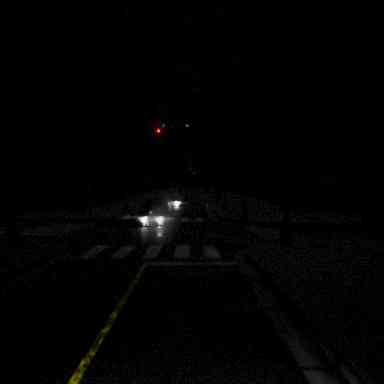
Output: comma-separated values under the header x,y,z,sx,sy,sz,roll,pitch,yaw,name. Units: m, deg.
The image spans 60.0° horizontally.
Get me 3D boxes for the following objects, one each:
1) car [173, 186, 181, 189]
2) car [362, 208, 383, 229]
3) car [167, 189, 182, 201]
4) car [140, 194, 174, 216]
x,y,z,sx,sy,sz,roll,pitch,yaw,name
-2.951,-0.321,65.857,1.837,1.490,4.892,0,2,0,car
12.657,1.307,19.229,5.009,1.841,2.192,1,0,0,car
-2.960,0.634,50.353,1.895,1.301,4.718,0,2,0,car
-3.042,1.147,28.346,2.033,1.411,5.357,0,1,3,car
